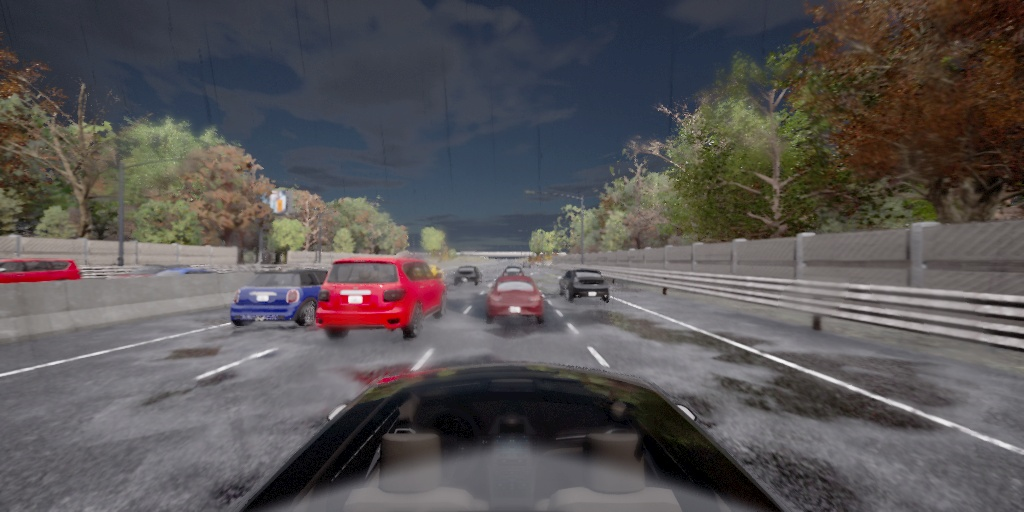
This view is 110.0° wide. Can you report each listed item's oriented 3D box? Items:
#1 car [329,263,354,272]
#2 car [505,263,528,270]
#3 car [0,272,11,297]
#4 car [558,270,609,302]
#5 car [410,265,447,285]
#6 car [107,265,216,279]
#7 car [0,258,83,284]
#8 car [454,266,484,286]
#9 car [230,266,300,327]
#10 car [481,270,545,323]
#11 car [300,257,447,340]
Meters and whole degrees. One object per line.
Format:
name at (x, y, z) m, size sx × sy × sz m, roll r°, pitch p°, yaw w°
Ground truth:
car at (-28.007, 1.921, 58.968) m, size 1.994 × 1.385 × 4.181 m, roll 0°, pitch -1°, yaw 0°
car at (0.105, 1.565, 29.536) m, size 1.812 × 1.442 × 4.674 m, roll 0°, pitch -1°, yaw 0°
car at (-28.097, 1.511, 17.063) m, size 1.895 × 1.301 × 4.718 m, roll 0°, pitch -1°, yaw 0°
car at (3.502, 1.420, 18.033) m, size 1.837 × 1.490 × 4.892 m, roll 0°, pitch -1°, yaw 0°
car at (-6.892, 1.523, 30.089) m, size 1.882 × 1.535 × 5.008 m, roll 0°, pitch -1°, yaw 0°
car at (-17.596, 1.406, 18.902) m, size 1.882 × 1.535 × 5.008 m, roll 0°, pitch -1°, yaw 0°
car at (-24.598, 1.134, 17.320) m, size 2.150 × 2.045 × 5.566 m, roll 0°, pitch -1°, yaw 0°
car at (-3.395, 1.533, 28.441) m, size 1.837 × 1.490 × 4.892 m, roll 0°, pitch -1°, yaw 0°
car at (-6.899, 1.209, 12.059) m, size 2.097 × 1.767 × 4.553 m, roll 0°, pitch -1°, yaw 0°
car at (0.102, 1.387, 12.480) m, size 1.812 × 1.442 × 4.674 m, roll 0°, pitch -1°, yaw 0°
car at (-3.398, 1.062, 10.457) m, size 2.150 × 2.045 × 5.566 m, roll 0°, pitch -1°, yaw 0°
